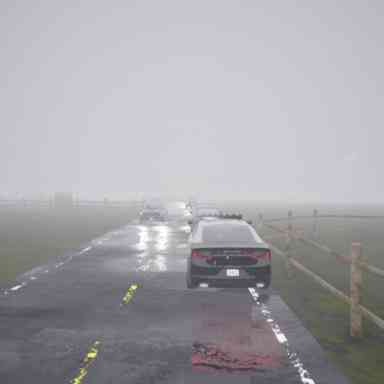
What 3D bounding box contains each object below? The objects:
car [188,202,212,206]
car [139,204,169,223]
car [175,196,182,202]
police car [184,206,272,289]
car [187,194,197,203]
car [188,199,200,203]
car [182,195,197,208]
[{"bbox_3d":[0.829,1.523,19.209,1.812,1.442,4.674,0,0,0],"label":"car"},{"bbox_3d":[-2.844,1.598,25.576,1.895,1.301,4.718,0,0,0],"label":"car"},{"bbox_3d":[-2.731,1.545,72.946,1.994,1.385,4.181,0,0,0],"label":"car"},{"bbox_3d":[0.826,1.424,9.319,1.930,1.638,5.238,0,0,0],"label":"police car"},{"bbox_3d":[0.018,1.336,66.929,2.097,1.767,4.553,0,0,0],"label":"car"},{"bbox_3d":[0.830,1.523,25.209,1.812,1.442,4.674,0,0,0],"label":"car"},{"bbox_3d":[0.039,1.540,45.761,2.033,1.411,5.357,0,0,1],"label":"car"}]
